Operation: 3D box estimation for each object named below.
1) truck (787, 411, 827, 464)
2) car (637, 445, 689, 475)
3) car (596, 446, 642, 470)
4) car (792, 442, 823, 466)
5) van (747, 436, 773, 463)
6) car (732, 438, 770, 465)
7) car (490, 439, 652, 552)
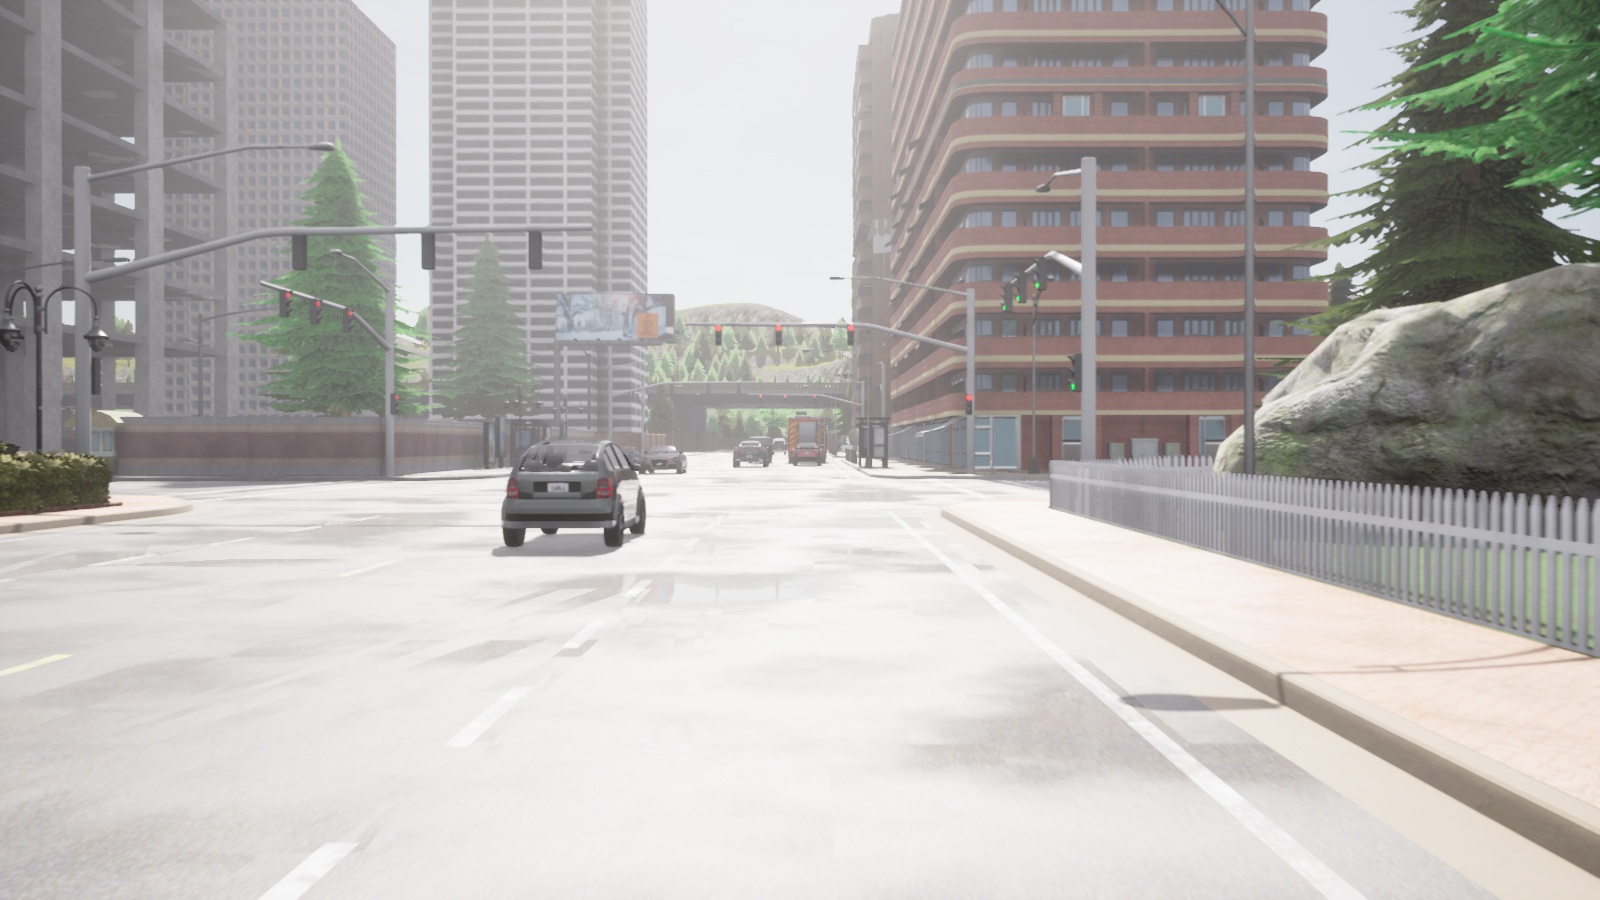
[{"bbox_3d":[0.547,-0.951,94.809,2.891,3.827,8.468,0,0,0],"label":"truck"},{"bbox_3d":[-6.635,0.460,61.318,1.994,1.385,4.181,0,0,1],"label":"car"},{"bbox_3d":[-10.092,0.442,70.466,1.895,1.301,4.718,0,0,0],"label":"car"},{"bbox_3d":[0.479,0.226,82.826,2.007,1.525,4.514,0,0,0],"label":"car"},{"bbox_3d":[-2.960,-0.032,93.753,1.775,1.987,4.442,0,0,0],"label":"van"},{"bbox_3d":[-3.046,0.080,78.374,2.152,1.651,5.027,0,0,0],"label":"car"},{"bbox_3d":[-3.377,0.614,19.177,1.789,1.549,3.705,0,0,0],"label":"car"}]
